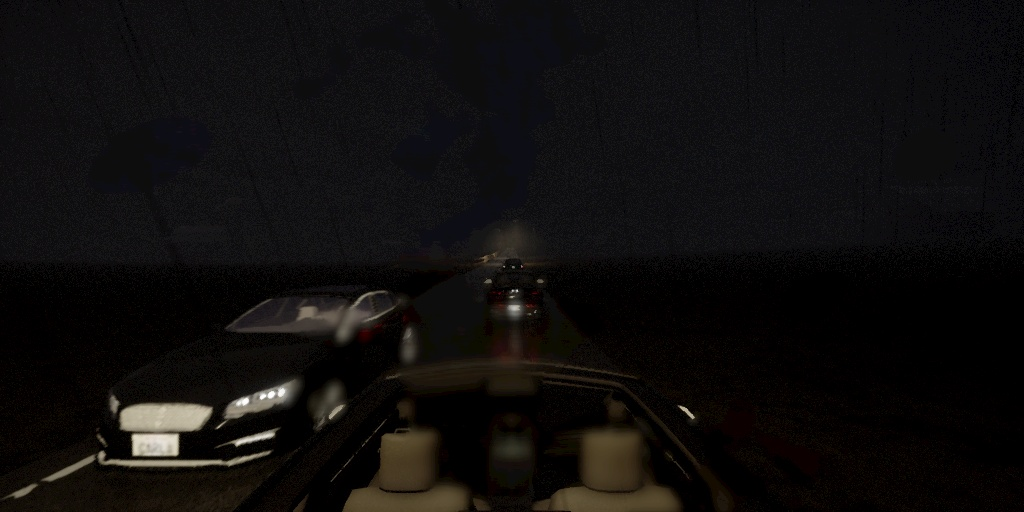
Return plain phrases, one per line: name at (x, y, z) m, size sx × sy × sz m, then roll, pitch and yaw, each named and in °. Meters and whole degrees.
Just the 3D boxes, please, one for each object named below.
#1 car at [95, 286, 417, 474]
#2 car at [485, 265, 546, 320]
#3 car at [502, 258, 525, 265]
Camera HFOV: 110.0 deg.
car at (-2.819, 1.240, 5.301) m, size 2.128 × 1.511 × 4.902 m, roll 0°, pitch 0°, yaw 0°
car at (0.103, 1.239, 12.542) m, size 1.837 × 1.490 × 4.892 m, roll 0°, pitch 0°, yaw 0°
car at (0.108, 0.969, 33.144) m, size 2.097 × 1.767 × 4.553 m, roll 0°, pitch 0°, yaw 0°
